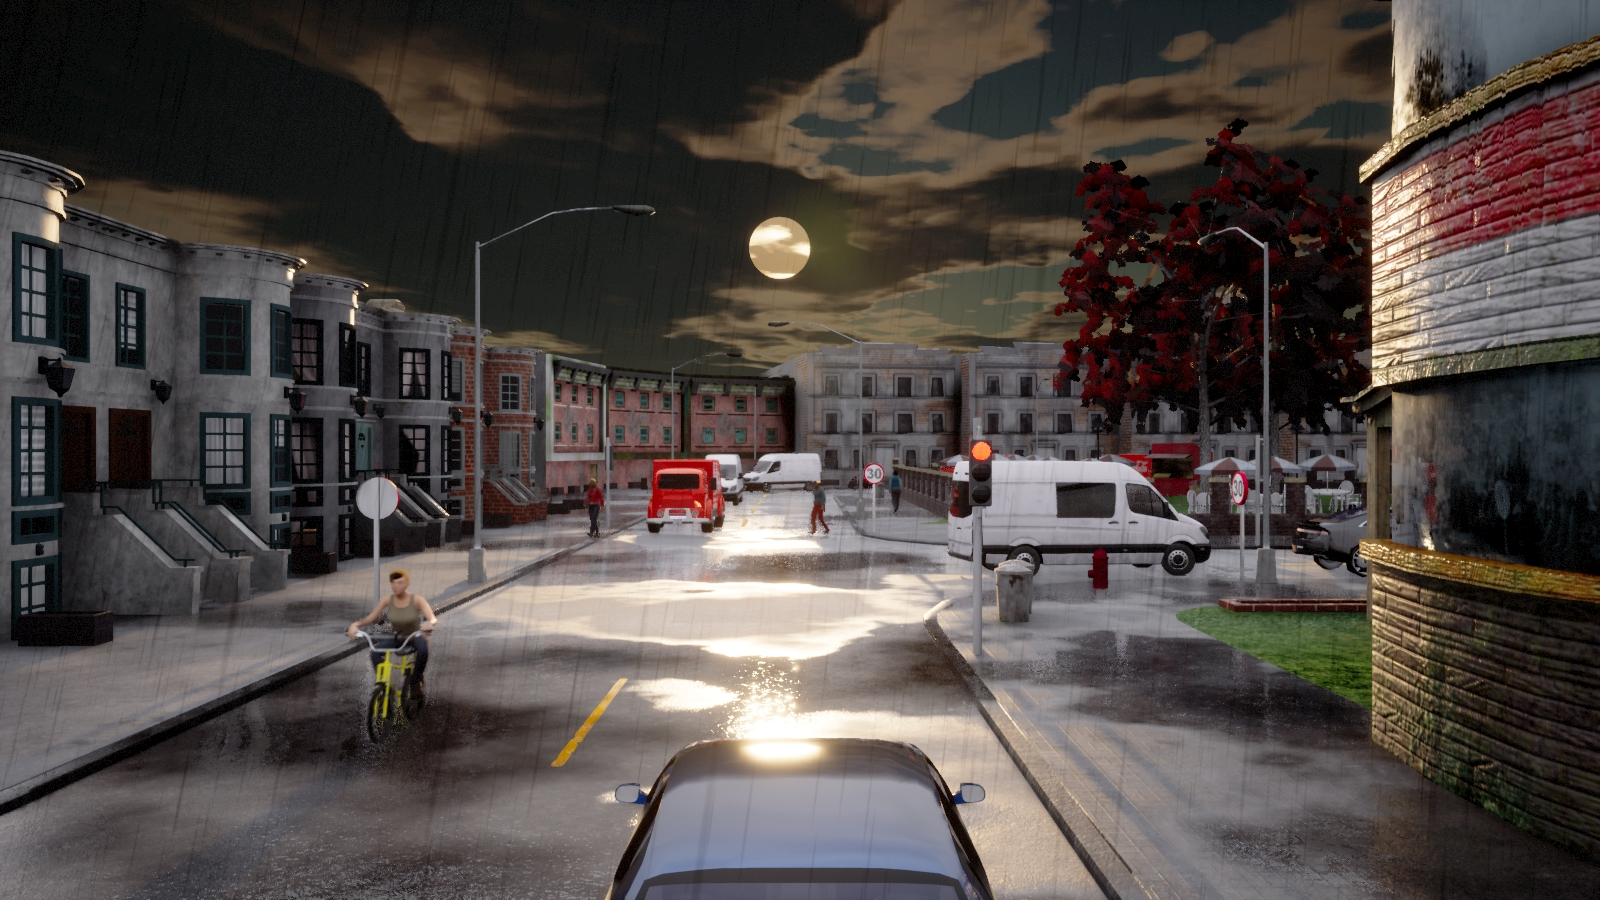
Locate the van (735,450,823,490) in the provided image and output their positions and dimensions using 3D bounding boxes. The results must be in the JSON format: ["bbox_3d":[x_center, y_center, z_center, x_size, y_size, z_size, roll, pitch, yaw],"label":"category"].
[{"bbox_3d":[-1.327,1.288,75.601,5.915,2.561,1.988,0,0,-40],"label":"van"}]

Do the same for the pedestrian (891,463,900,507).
[{"bbox_3d":[4.110,1.506,49.119,0.375,1.860,0.375,0,0,9],"label":"pedestrian"}]

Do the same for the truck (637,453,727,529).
[{"bbox_3d":[-4.014,1.333,39.954,2.627,2.467,5.204,0,0,0],"label":"truck"}]

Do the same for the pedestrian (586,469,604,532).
[{"bbox_3d":[-6.185,1.512,34.444,0.375,1.860,0.375,0,0,21],"label":"pedestrian"}]

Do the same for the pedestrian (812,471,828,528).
[{"bbox_3d":[0.666,1.614,37.662,0.375,1.860,0.375,0,0,-39],"label":"pedestrian"}]

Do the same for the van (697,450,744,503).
[{"bbox_3d":[-4.053,1.290,59.015,1.988,2.561,5.915,0,0,0],"label":"van"}]

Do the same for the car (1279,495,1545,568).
[{"bbox_3d":[13.778,1.817,25.951,4.902,1.511,2.128,0,0,-1],"label":"car"}]

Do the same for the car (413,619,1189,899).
[{"bbox_3d":[-0.001,1.884,5.268,2.033,1.411,5.357,0,0,0],"label":"car"}]

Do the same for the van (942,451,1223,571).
[{"bbox_3d":[6.389,1.304,26.031,5.915,2.561,1.988,0,0,-11],"label":"van"}]
